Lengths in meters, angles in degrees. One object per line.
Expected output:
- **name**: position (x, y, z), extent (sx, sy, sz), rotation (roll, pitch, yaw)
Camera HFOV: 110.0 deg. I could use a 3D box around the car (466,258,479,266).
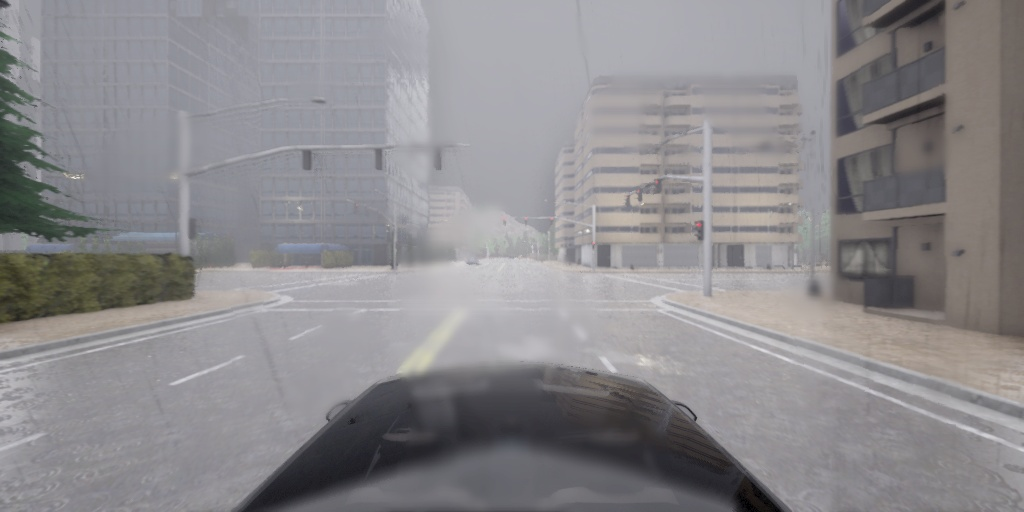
- **car**: position (-6.988, 1.065, 64.313), extent (1.812, 1.442, 4.674), rotation (0, 1, 0)
